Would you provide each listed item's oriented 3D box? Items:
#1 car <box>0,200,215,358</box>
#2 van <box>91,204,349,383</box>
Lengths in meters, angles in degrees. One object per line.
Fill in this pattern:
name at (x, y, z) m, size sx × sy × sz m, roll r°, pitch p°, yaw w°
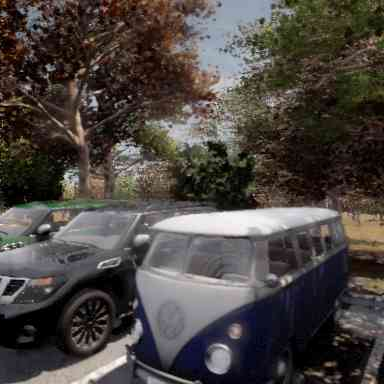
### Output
car at (-1.227, 1.240, 6.600) m, size 2.435 × 2.045 × 5.566 m, roll 0°, pitch 0°, yaw 35°
van at (0.976, 1.259, 4.920) m, size 1.878 × 1.987 × 4.442 m, roll 0°, pitch 0°, yaw 36°
